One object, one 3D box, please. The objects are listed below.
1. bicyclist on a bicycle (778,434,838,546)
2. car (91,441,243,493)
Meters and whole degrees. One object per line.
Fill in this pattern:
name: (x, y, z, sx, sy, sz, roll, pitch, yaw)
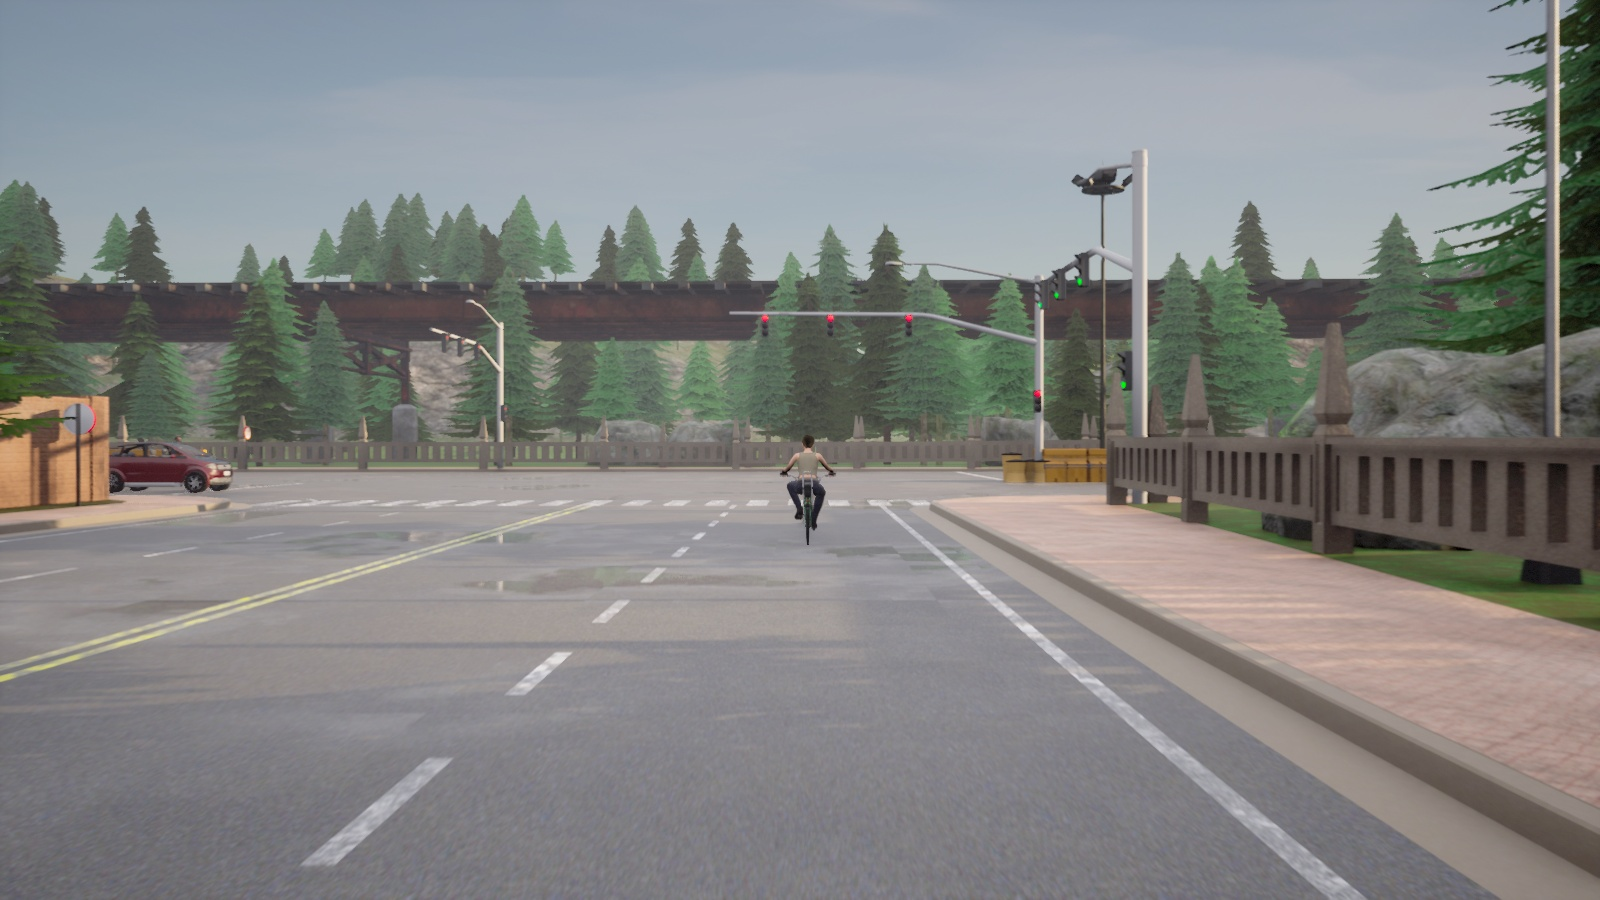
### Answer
bicyclist on a bicycle: (0.117, 0.577, 18.835, 0.866, 1.612, 1.509, 0, 0, 1)
car: (-19.142, 0.495, 38.059, 3.705, 1.549, 1.789, 0, 0, 1)
